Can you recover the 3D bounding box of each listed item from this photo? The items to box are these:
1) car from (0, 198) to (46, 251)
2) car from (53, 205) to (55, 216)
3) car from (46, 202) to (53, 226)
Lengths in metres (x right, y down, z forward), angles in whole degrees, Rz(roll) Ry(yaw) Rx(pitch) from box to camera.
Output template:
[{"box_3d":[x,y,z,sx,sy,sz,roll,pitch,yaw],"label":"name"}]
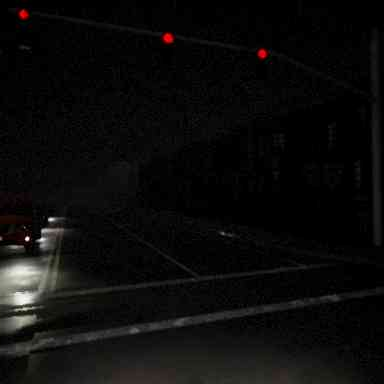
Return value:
[{"box_3d":[-7.820,1.320,14.373,2.150,2.045,5.566,-1,0,-20],"label":"car"},{"box_3d":[-14.879,1.702,33.506,1.812,1.442,4.674,-1,0,-20],"label":"car"},{"box_3d":[-11.320,1.642,23.851,1.837,1.490,4.892,-1,0,-20],"label":"car"}]
